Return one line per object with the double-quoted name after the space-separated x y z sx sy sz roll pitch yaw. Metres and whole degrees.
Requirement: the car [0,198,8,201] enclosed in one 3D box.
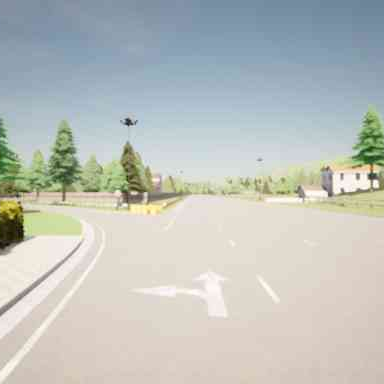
-38.741 1.932 67.285 4.181 1.385 1.994 0 0 41 "car"
